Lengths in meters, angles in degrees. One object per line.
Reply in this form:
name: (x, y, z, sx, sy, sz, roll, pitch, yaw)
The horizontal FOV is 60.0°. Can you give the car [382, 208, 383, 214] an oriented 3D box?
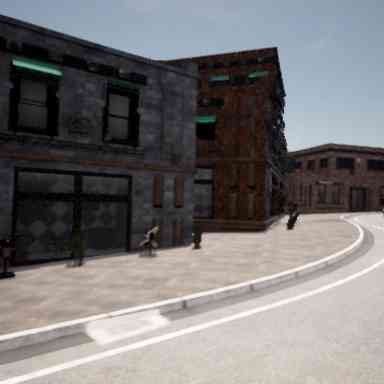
car: (19.965, 1.564, 31.410, 4.674, 1.442, 1.812, 0, -1, -31)
